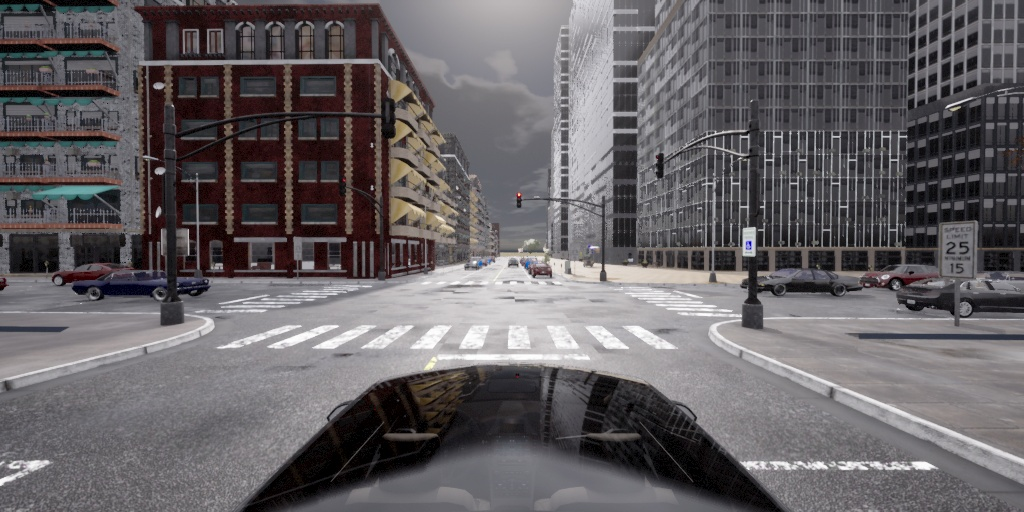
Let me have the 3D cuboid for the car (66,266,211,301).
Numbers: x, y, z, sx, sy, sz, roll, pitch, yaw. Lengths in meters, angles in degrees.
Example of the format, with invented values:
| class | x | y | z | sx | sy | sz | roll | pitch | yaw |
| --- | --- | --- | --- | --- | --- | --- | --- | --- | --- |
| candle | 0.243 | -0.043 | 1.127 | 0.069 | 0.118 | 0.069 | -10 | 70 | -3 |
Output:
| class | x | y | z | sx | sy | sz | roll | pitch | yaw |
| --- | --- | --- | --- | --- | --- | --- | --- | --- | --- |
| car | -16.639 | 1.299 | 16.300 | 4.718 | 1.301 | 1.895 | 0 | 1 | 1 |

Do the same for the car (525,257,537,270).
| class | x | y | z | sx | sy | sz | roll | pitch | yaw |
| --- | --- | --- | --- | --- | --- | --- | --- | --- | --- |
| car | 2.750 | 1.157 | 39.039 | 1.967 | 1.591 | 4.097 | 0 | 0 | 0 |

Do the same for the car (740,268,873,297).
| class | x | y | z | sx | sy | sz | roll | pitch | yaw |
| --- | --- | --- | --- | --- | --- | --- | --- | --- | --- |
| car | 15.231 | 1.342 | 18.987 | 5.357 | 1.411 | 2.033 | 0 | 1 | 1 |

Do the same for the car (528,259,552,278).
| class | x | y | z | sx | sy | sz | roll | pitch | yaw |
| --- | --- | --- | --- | --- | --- | --- | --- | --- | --- |
| car | 2.736 | 1.270 | 33.394 | 1.888 | 1.381 | 4.507 | 0 | 0 | 0 |

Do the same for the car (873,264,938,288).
| class | x | y | z | sx | sy | sz | roll | pitch | yaw |
| --- | --- | --- | --- | --- | --- | --- | --- | --- | --- |
| car | 23.423 | 1.229 | 21.582 | 4.097 | 1.591 | 1.967 | 0 | 0 | 1 |

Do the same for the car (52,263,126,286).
| class | x | y | z | sx | sy | sz | roll | pitch | yaw |
| --- | --- | --- | --- | --- | --- | --- | --- | --- | --- |
| car | -25.805 | 1.109 | 22.355 | 4.507 | 1.381 | 1.888 | 0 | 0 | 1 |

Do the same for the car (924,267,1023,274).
| class | x | y | z | sx | sy | sz | roll | pitch | yaw |
| --- | --- | --- | --- | --- | --- | --- | --- | --- | --- |
| car | 25.258 | 1.442 | 18.819 | 4.718 | 1.301 | 1.895 | 0 | 1 | 1 |

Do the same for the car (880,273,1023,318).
| class | x | y | z | sx | sy | sz | roll | pitch | yaw |
| --- | --- | --- | --- | --- | --- | --- | --- | --- | --- |
| car | 16.743 | 1.445 | 13.052 | 4.403 | 1.370 | 2.007 | 0 | 0 | 1 |

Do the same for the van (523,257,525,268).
| class | x | y | z | sx | sy | sz | roll | pitch | yaw |
| --- | --- | --- | --- | --- | --- | --- | --- | --- | --- |
| van | 2.779 | 1.042 | 50.331 | 1.690 | 1.789 | 3.998 | 0 | 0 | 0 |

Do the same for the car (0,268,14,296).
| class | x | y | z | sx | sy | sz | roll | pitch | yaw |
| --- | --- | --- | --- | --- | --- | --- | --- | --- | --- |
| car | -26.518 | 1.254 | 16.462 | 4.718 | 1.301 | 1.895 | 0 | 1 | 1 |

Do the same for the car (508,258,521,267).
| class | x | y | z | sx | sy | sz | roll | pitch | yaw |
| --- | --- | --- | --- | --- | --- | --- | --- | --- | --- |
| car | 0.256 | 1.279 | 64.036 | 1.895 | 1.301 | 4.718 | 0 | 0 | 0 |

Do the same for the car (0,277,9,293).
| class | x | y | z | sx | sy | sz | roll | pitch | yaw |
| --- | --- | --- | --- | --- | --- | --- | --- | --- | --- |
| car | -22.594 | 1.259 | 13.690 | 4.507 | 1.381 | 1.888 | 0 | 0 | 1 |

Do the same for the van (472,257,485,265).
| class | x | y | z | sx | sy | sz | roll | pitch | yaw |
| --- | --- | --- | --- | --- | --- | --- | --- | --- | --- |
| van | -5.556 | 1.033 | 55.965 | 1.690 | 1.789 | 3.998 | 0 | 0 | 0 |

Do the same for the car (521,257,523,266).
| class | x | y | z | sx | sy | sz | roll | pitch | yaw |
| --- | --- | --- | --- | --- | --- | --- | --- | --- | --- |
| car | 2.792 | 1.238 | 55.977 | 1.888 | 1.381 | 4.507 | 0 | 0 | 0 |

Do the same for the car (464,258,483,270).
| class | x | y | z | sx | sy | sz | roll | pitch | yaw |
| --- | --- | --- | --- | --- | --- | --- | --- | --- | --- |
| car | -5.569 | 1.267 | 50.319 | 1.948 | 1.339 | 4.313 | 0 | 0 | 0 |
